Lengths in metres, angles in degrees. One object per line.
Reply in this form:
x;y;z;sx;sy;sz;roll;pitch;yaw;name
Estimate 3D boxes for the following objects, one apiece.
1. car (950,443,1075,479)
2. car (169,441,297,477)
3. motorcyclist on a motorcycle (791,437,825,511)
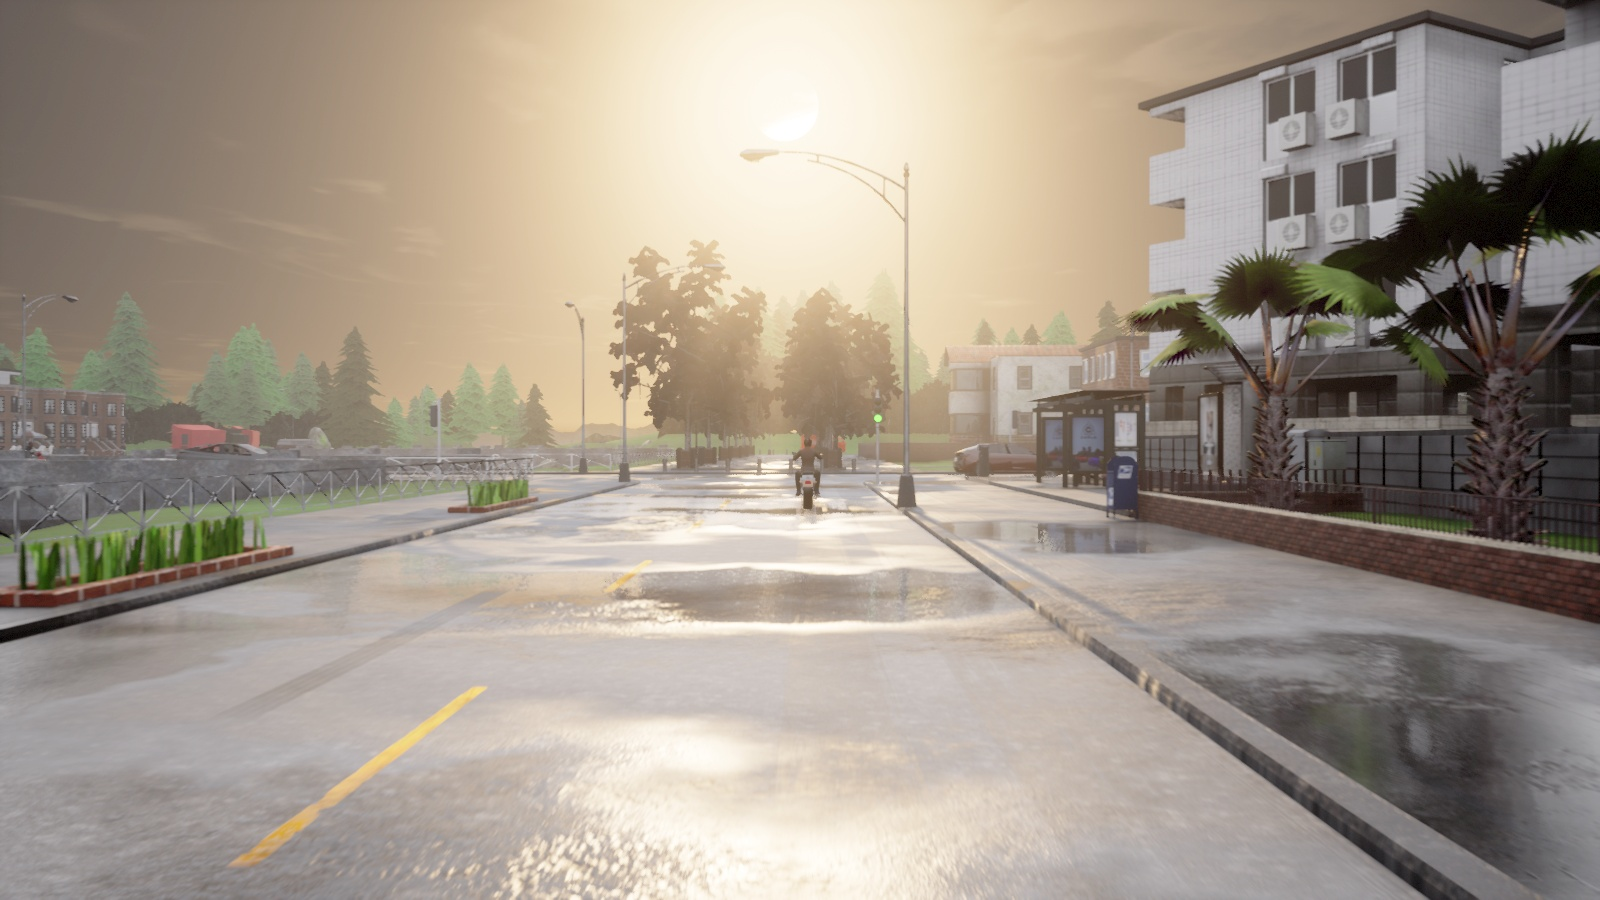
8.976;0.454;53.255;4.792;1.488;2.163;0;0;-6;car
-24.078;0.373;53.438;4.514;1.525;2.007;0;0;2;car
0.185;0.531;29.380;0.766;1.649;2.350;0;0;0;motorcyclist on a motorcycle
